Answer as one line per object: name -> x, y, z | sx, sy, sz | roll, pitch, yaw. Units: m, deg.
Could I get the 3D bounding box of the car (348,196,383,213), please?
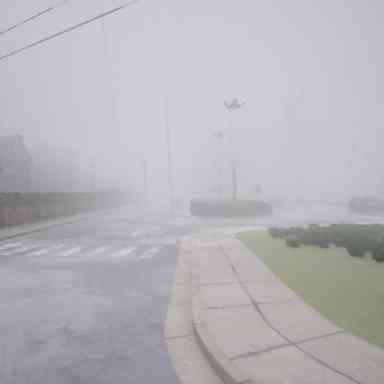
car -> 19.504, 1.349, 36.229 | 4.605, 1.855, 1.932 | 0, 0, -1

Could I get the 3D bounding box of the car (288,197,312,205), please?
car -> 18.998, 1.582, 58.703 | 3.905, 1.438, 1.784 | 0, 0, -1

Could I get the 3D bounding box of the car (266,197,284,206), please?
car -> 14.103, 1.575, 56.413 | 1.837, 1.490, 4.892 | 1, 0, -5

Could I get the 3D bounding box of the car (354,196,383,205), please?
car -> 31.845, 1.537, 60.083 | 4.193, 1.474, 1.816 | 0, 0, -1

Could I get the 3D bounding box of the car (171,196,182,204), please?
car -> -3.091, 1.612, 65.045 | 2.128, 1.511, 4.902 | 0, 0, 0
